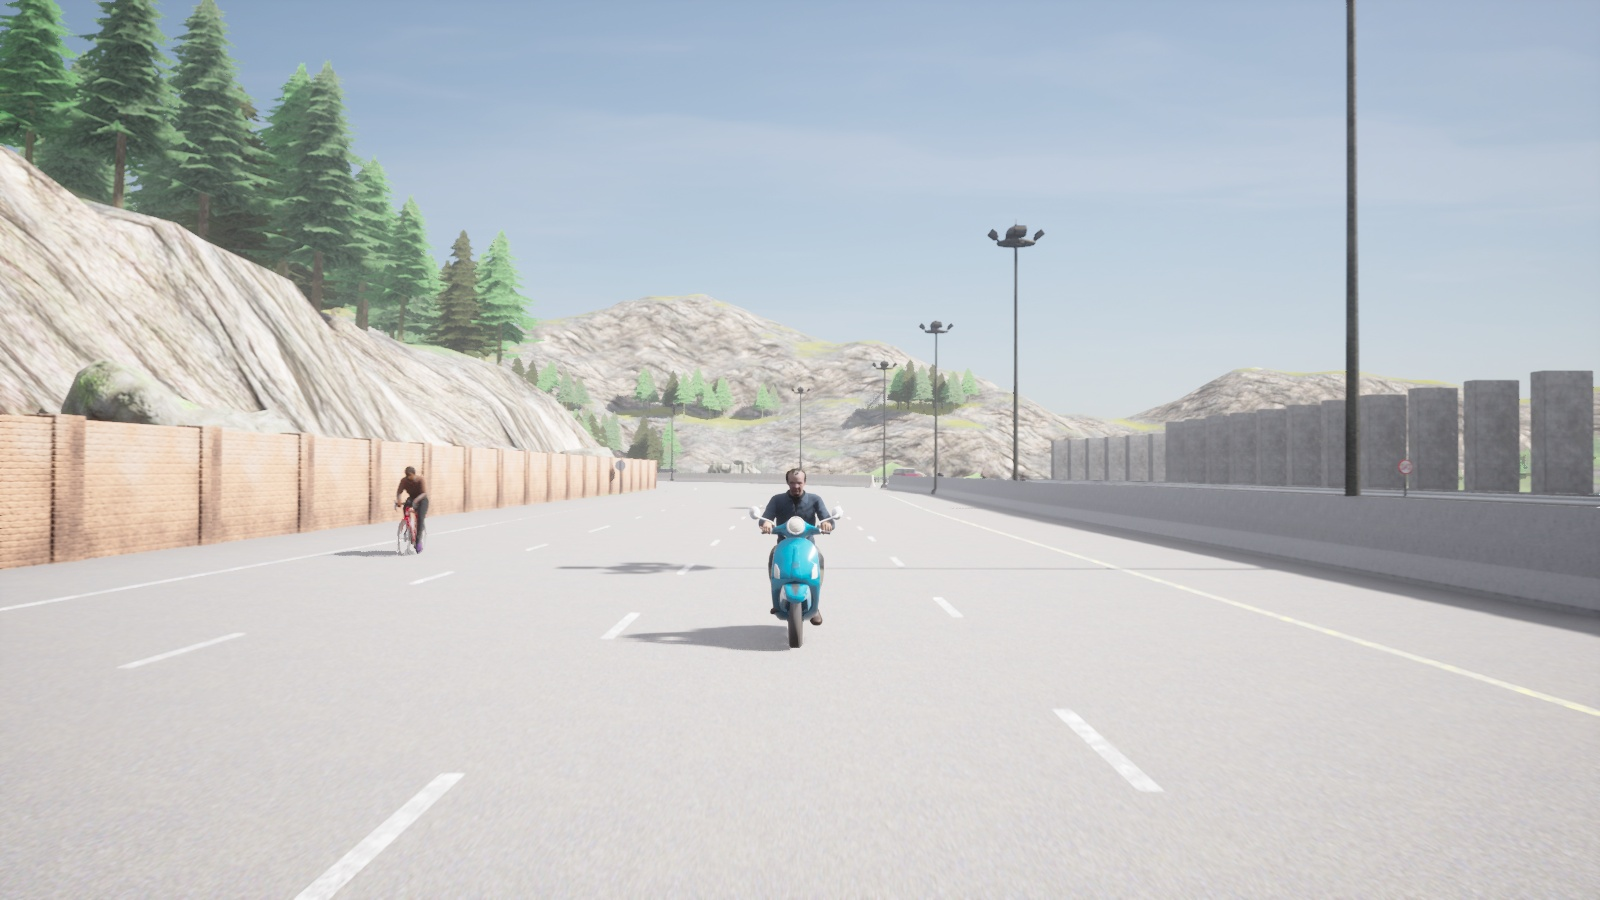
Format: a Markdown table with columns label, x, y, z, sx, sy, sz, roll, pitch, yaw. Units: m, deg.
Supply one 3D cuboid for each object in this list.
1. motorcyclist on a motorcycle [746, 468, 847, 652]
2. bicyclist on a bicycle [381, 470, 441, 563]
| label | x | y | z | sx | sy | sz | roll | pitch | yaw |
| --- | --- | --- | --- | --- | --- | --- | --- | --- | --- |
| motorcyclist on a motorcycle | -0.031 | 0.965 | 11.759 | 0.866 | 1.590 | 1.817 | 0 | -1 | 0 |
| bicyclist on a bicycle | -7.061 | 1.179 | 22.878 | 0.582 | 1.620 | 1.656 | 0 | -1 | 0 |
